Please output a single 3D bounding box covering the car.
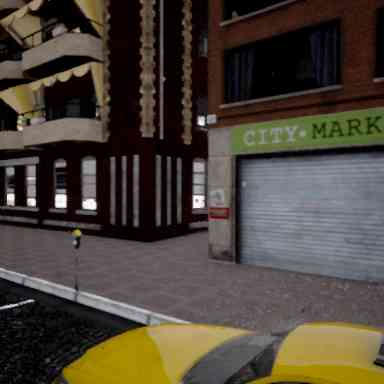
[{"bbox_3d":[0.979,1.523,2.177,4.829,1.417,1.752,0,0,35],"label":"car"}]
